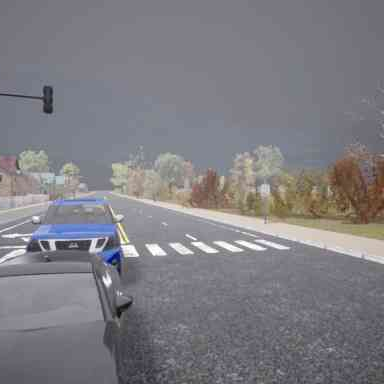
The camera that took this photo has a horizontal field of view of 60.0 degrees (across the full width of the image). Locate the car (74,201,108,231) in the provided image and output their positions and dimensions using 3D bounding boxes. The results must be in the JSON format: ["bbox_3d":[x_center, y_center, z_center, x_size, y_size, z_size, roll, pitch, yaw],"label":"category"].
[{"bbox_3d":[-6.554,1.467,21.839,1.882,1.535,5.008,0,0,-15],"label":"car"}]

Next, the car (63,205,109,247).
[{"bbox_3d":[-4.997,1.498,16.090,1.837,1.490,4.892,0,0,-15],"label":"car"}]

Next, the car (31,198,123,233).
[{"bbox_3d":[-3.352,1.218,10.015,2.150,2.045,5.566,0,0,-15],"label":"car"}]

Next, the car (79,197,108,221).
[{"bbox_3d":[-8.103,1.337,27.575,2.097,1.767,4.553,0,0,-15],"label":"car"}]

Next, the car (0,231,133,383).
[{"bbox_3d":[-1.725,1.524,3.923,1.812,1.442,4.674,0,0,-13],"label":"car"}]
